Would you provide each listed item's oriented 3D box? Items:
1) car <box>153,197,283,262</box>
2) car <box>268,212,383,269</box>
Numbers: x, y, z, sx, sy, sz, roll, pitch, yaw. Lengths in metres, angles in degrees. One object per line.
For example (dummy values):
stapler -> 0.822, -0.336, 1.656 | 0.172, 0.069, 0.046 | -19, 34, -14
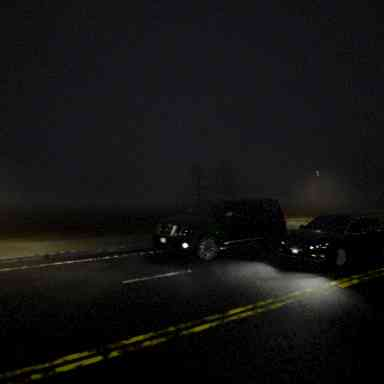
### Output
car -> 1.274, 1.236, 12.620 | 5.566, 2.045, 2.150 | 0, 0, -37
car -> 5.028, 1.516, 11.345 | 4.892, 1.490, 1.837 | 0, 0, -36
